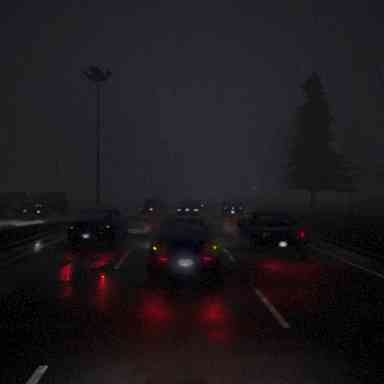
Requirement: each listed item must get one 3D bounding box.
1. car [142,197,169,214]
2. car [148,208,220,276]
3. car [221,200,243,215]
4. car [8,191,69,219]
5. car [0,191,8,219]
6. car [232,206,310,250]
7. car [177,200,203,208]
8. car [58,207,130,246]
[{"bbox_3d":[-3.373,1.232,31.169,1.837,1.490,4.892,0,0,3],"label":"car"},{"bbox_3d":[-0.269,1.438,9.958,1.812,1.442,4.674,0,1,-3],"label":"car"},{"bbox_3d":[3.543,1.340,29.781,1.895,1.301,4.718,0,0,4],"label":"car"},{"bbox_3d":[-11.914,0.987,26.805,2.150,2.045,5.566,0,1,4],"label":"car"},{"bbox_3d":[-15.406,0.985,27.036,2.150,2.045,5.566,0,1,4],"label":"car"},{"bbox_3d":[3.062,1.481,13.678,1.895,1.301,4.718,0,0,-2],"label":"car"},{"bbox_3d":[-0.181,1.317,26.298,2.033,1.411,5.357,0,0,3],"label":"car"},{"bbox_3d":[-3.939,1.398,14.488,1.812,1.442,4.674,0,1,-1],"label":"car"}]
